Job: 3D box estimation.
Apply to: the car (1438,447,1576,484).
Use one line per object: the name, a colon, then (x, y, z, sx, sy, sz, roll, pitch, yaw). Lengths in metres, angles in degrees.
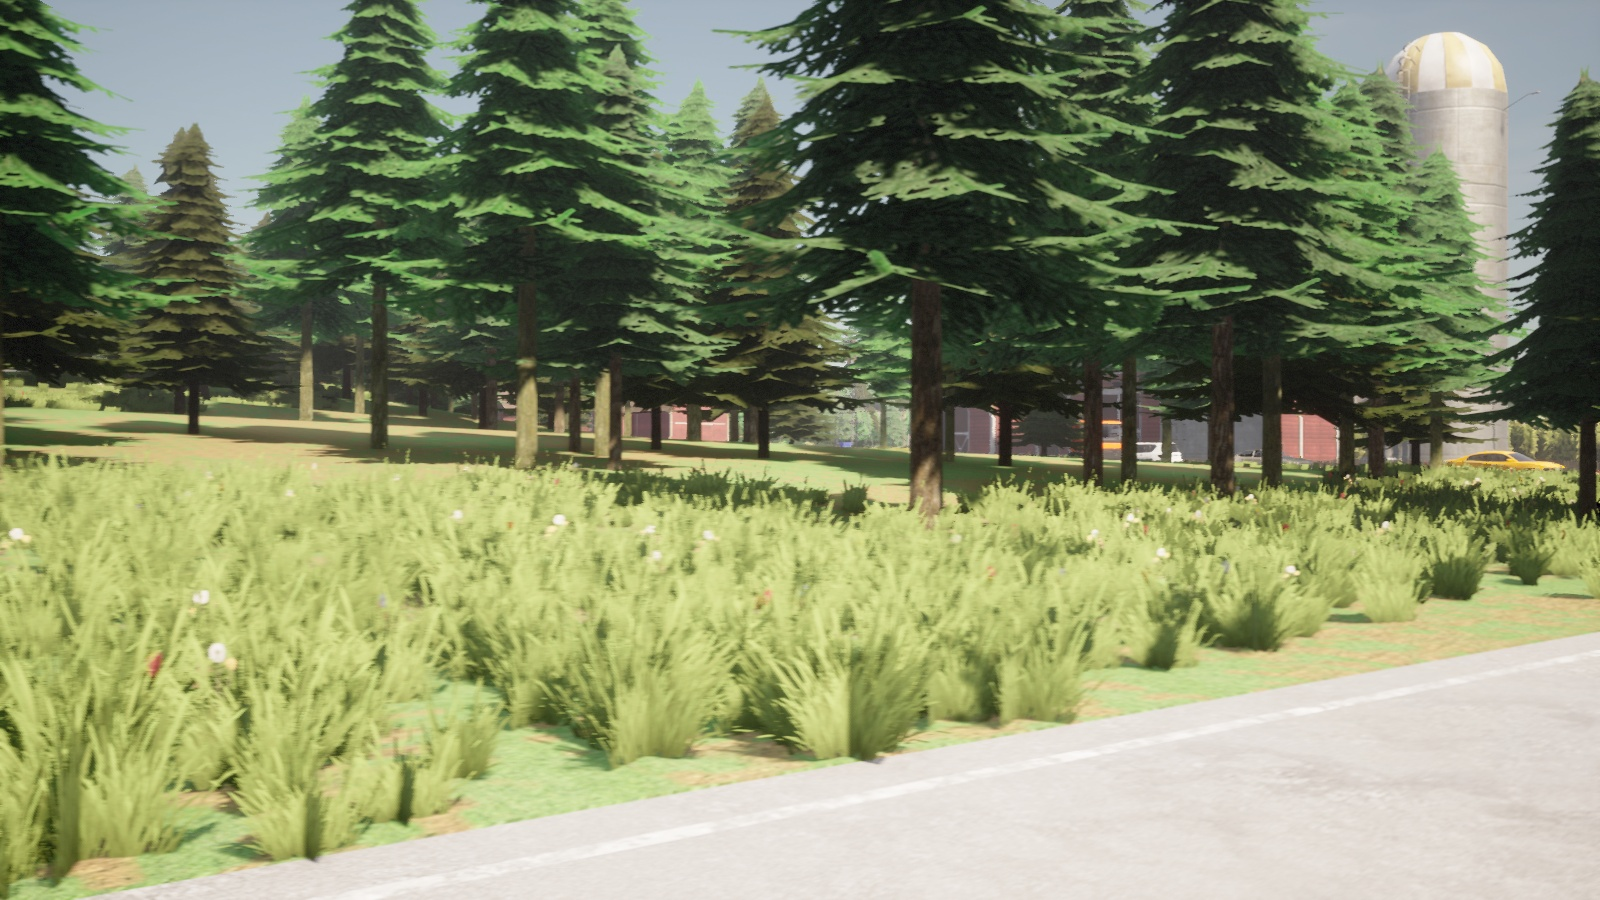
car: (31.134, 0.653, 55.433, 1.882, 1.535, 5.008, 0, 0, -34)

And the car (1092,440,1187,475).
car: (20.720, 0.469, 76.843, 2.150, 2.045, 5.566, 0, 0, -34)

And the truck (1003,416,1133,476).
truck: (16.323, -0.222, 77.070, 2.891, 3.462, 7.936, 0, 0, -34)

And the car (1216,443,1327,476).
car: (24.426, 0.492, 65.232, 2.152, 1.651, 5.027, 0, 0, -34)
